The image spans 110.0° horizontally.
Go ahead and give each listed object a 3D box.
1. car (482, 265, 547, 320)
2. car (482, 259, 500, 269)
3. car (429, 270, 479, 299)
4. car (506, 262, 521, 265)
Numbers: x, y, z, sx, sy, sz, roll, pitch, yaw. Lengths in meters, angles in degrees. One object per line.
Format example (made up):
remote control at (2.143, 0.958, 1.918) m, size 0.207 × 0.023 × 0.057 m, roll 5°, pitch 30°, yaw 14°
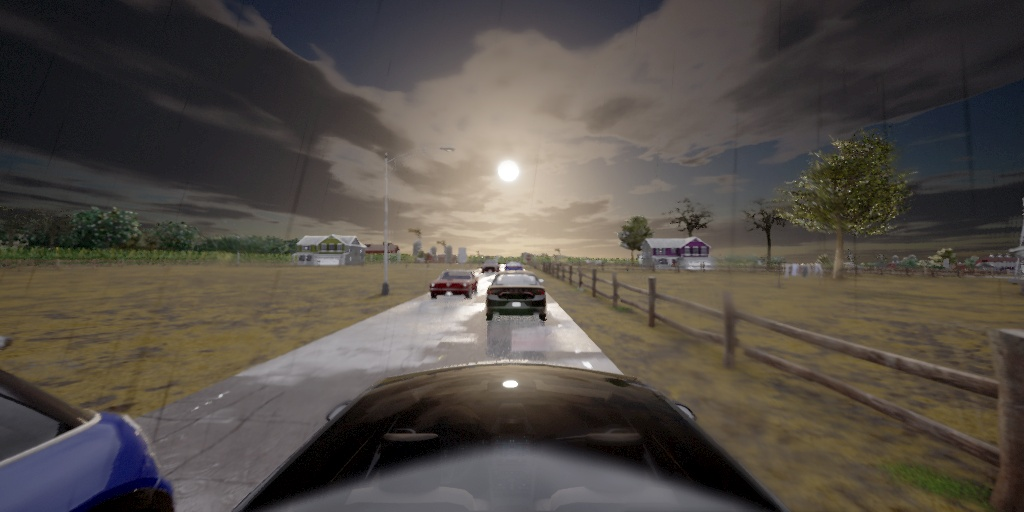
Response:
car at (0.130, 1.241, 12.748) m, size 1.882 × 1.535 × 5.008 m, roll 0°, pitch 0°, yaw 0°
car at (-2.627, 1.222, 45.089) m, size 2.097 × 1.767 × 4.553 m, roll 0°, pitch 0°, yaw 0°
car at (-2.800, 1.371, 18.104) m, size 1.895 × 1.301 × 4.718 m, roll 0°, pitch 0°, yaw 0°
car at (0.186, 1.314, 36.470) m, size 1.882 × 1.535 × 5.008 m, roll 0°, pitch 0°, yaw 0°
